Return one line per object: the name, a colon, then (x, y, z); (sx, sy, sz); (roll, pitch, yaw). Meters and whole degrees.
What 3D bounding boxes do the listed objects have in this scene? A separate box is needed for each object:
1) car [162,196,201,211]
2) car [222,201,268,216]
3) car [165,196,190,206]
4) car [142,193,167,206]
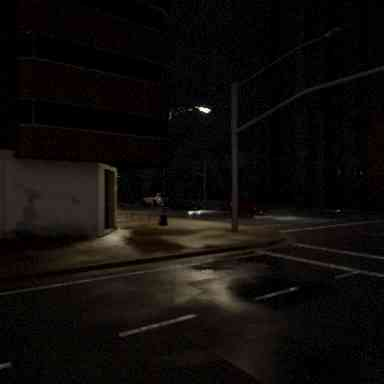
car: (-1.120, 1.535, 41.386); (2.033, 1.411, 5.357); (0, 0, -36)
car: (5.148, 1.589, 32.762); (1.895, 1.301, 4.718); (0, 0, -36)
car: (-2.584, 1.475, 56.103); (2.128, 1.511, 4.902); (0, 0, -31)
car: (-5.993, 1.204, 54.037); (2.150, 2.045, 5.566); (0, 0, -39)
